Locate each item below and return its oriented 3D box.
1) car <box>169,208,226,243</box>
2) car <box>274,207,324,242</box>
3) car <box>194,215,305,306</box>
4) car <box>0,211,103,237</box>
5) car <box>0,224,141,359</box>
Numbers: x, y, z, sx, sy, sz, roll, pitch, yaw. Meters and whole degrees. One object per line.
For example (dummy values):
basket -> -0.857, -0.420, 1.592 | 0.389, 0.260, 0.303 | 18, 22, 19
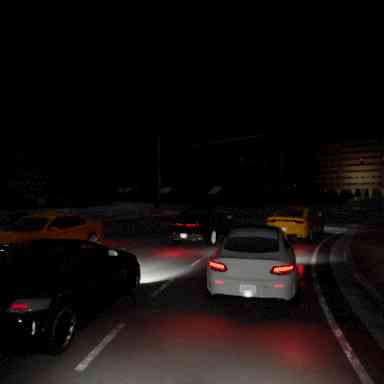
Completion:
car -> 0.636, 1.490, 15.441 | 1.837, 1.490, 4.892 | 0, 0, 24
car -> 5.237, 1.461, 16.536 | 1.882, 1.535, 5.008 | 0, 0, 30
car -> 1.539, 1.518, 8.032 | 1.812, 1.442, 4.674 | 0, 0, 14
car -> -4.999, 1.467, 11.306 | 1.882, 1.535, 5.008 | 0, 0, 18
car -> -2.441, 1.558, 6.162 | 1.994, 1.385, 4.181 | 0, 0, 10
